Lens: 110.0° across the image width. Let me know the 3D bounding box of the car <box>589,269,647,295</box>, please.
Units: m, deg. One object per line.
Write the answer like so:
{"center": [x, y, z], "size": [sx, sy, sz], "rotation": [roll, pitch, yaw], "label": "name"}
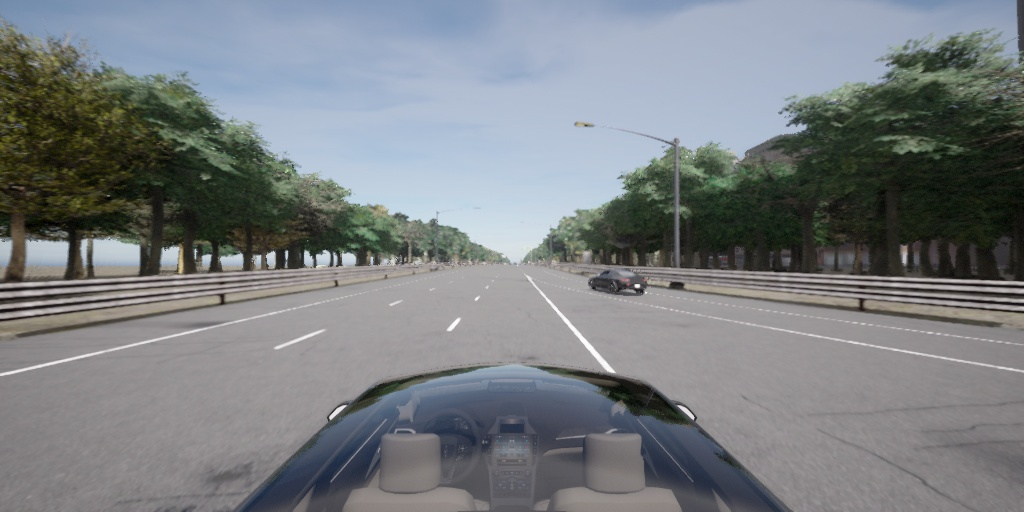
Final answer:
{"center": [6.325, 1.486, 21.763], "size": [1.812, 1.442, 4.674], "rotation": [0, -1, -13], "label": "car"}
